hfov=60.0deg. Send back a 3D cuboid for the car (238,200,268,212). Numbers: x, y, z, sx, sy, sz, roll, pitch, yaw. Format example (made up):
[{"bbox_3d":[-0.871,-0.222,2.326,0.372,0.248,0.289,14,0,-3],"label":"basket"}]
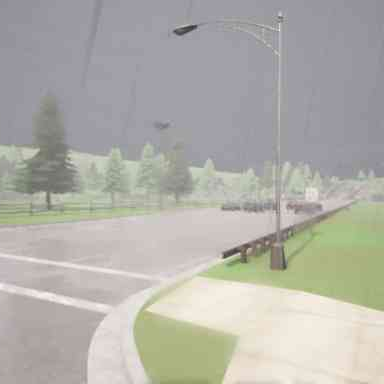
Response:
[{"bbox_3d":[8.700,2.032,46.889,2.128,1.511,4.902,0,-1,28],"label":"car"}]

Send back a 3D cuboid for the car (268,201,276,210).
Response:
[{"bbox_3d":[13.363,2.176,56.016,2.128,1.511,4.902,1,-1,27],"label":"car"}]

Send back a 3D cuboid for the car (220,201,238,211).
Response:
[{"bbox_3d":[5.729,2.082,48.748,1.994,1.385,4.181,1,-1,27],"label":"car"}]

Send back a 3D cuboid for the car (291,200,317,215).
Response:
[{"bbox_3d":[14.510,2.088,42.901,1.837,1.490,4.892,0,-1,28],"label":"car"}]

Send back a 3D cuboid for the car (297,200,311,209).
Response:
[{"bbox_3d":[21.554,2.391,64.010,1.812,1.442,4.674,1,-1,27],"label":"car"}]

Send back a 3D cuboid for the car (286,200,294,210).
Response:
[{"bbox_3d":[17.150,2.083,55.501,2.097,1.767,4.553,1,-1,27],"label":"car"}]

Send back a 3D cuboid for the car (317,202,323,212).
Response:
[{"bbox_3d":[19.199,2.232,52.063,1.837,1.490,4.892,1,-1,27],"label":"car"}]

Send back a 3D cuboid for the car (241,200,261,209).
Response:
[{"bbox_3d":[10.255,2.135,57.625,1.882,1.535,5.008,1,-1,27],"label":"car"}]
